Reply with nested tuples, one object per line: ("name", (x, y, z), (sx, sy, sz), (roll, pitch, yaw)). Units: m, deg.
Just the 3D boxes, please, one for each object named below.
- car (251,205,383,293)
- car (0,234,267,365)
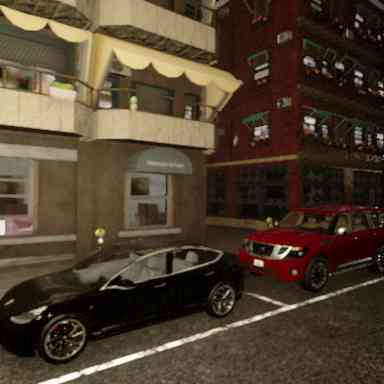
("car", (3.588, 1.312, 9.099), (5.009, 1.841, 2.192), (0, 1, -35))
("car", (-0.949, 1.565, 5.869), (4.313, 1.339, 1.947), (0, 1, -35))
